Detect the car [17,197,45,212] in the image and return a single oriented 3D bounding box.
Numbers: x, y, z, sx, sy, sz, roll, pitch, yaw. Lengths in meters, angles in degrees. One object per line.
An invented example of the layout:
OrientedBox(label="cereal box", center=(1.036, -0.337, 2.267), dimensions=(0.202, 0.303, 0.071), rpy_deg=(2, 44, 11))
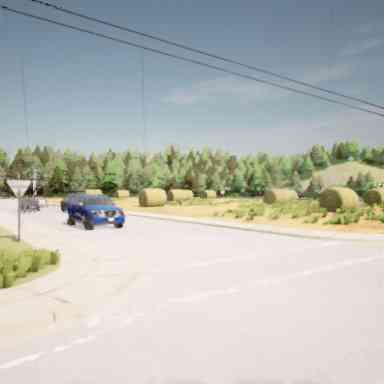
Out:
OrientedBox(label="car", center=(-18.731, 1.481, 38.151), dimensions=(1.837, 1.490, 4.892), rpy_deg=(0, 0, -36))

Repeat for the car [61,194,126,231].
OrientedBox(label="car", center=(-6.189, 1.196, 21.010), dimensions=(2.150, 2.045, 5.566), rpy_deg=(0, 0, -36))

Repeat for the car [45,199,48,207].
OrientedBox(label="car", center=(-23.147, 1.484, 50.286), dimensions=(1.812, 1.442, 4.674), rpy_deg=(1, 0, -37))
